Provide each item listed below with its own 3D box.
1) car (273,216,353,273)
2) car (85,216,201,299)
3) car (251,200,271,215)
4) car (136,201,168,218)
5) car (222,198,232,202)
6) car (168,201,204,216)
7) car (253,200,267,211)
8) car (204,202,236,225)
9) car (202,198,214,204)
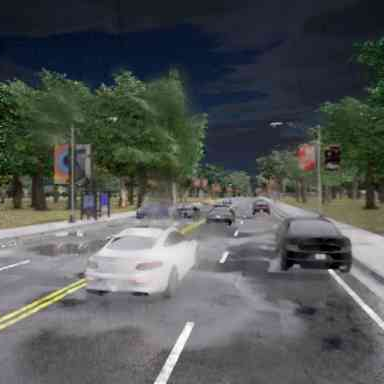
[{"bbox_3d":[3.800,1.549,11.072,1.882,1.535,5.008,0,0,11],"label":"car"},{"bbox_3d":[-1.041,1.597,8.607,1.812,1.442,4.674,0,0,11],"label":"car"},{"bbox_3d":[7.670,1.761,36.824,1.837,1.490,4.892,0,0,11],"label":"car"},{"bbox_3d":[-3.574,1.607,30.861,2.097,1.767,4.553,0,0,11],"label":"car"},{"bbox_3d":[7.465,2.051,70.402,1.812,1.442,4.674,0,0,11],"label":"car"},{"bbox_3d":[-0.421,1.800,30.041,1.994,1.385,4.181,0,0,11],"label":"car"},{"bbox_3d":[9.562,1.854,46.869,1.812,1.442,4.674,0,0,11],"label":"car"},{"bbox_3d":[2.292,1.756,25.893,1.994,1.385,4.181,0,0,11],"label":"car"},{"bbox_3d":[3.159,1.980,65.364,1.882,1.535,5.008,0,0,12],"label":"car"}]
